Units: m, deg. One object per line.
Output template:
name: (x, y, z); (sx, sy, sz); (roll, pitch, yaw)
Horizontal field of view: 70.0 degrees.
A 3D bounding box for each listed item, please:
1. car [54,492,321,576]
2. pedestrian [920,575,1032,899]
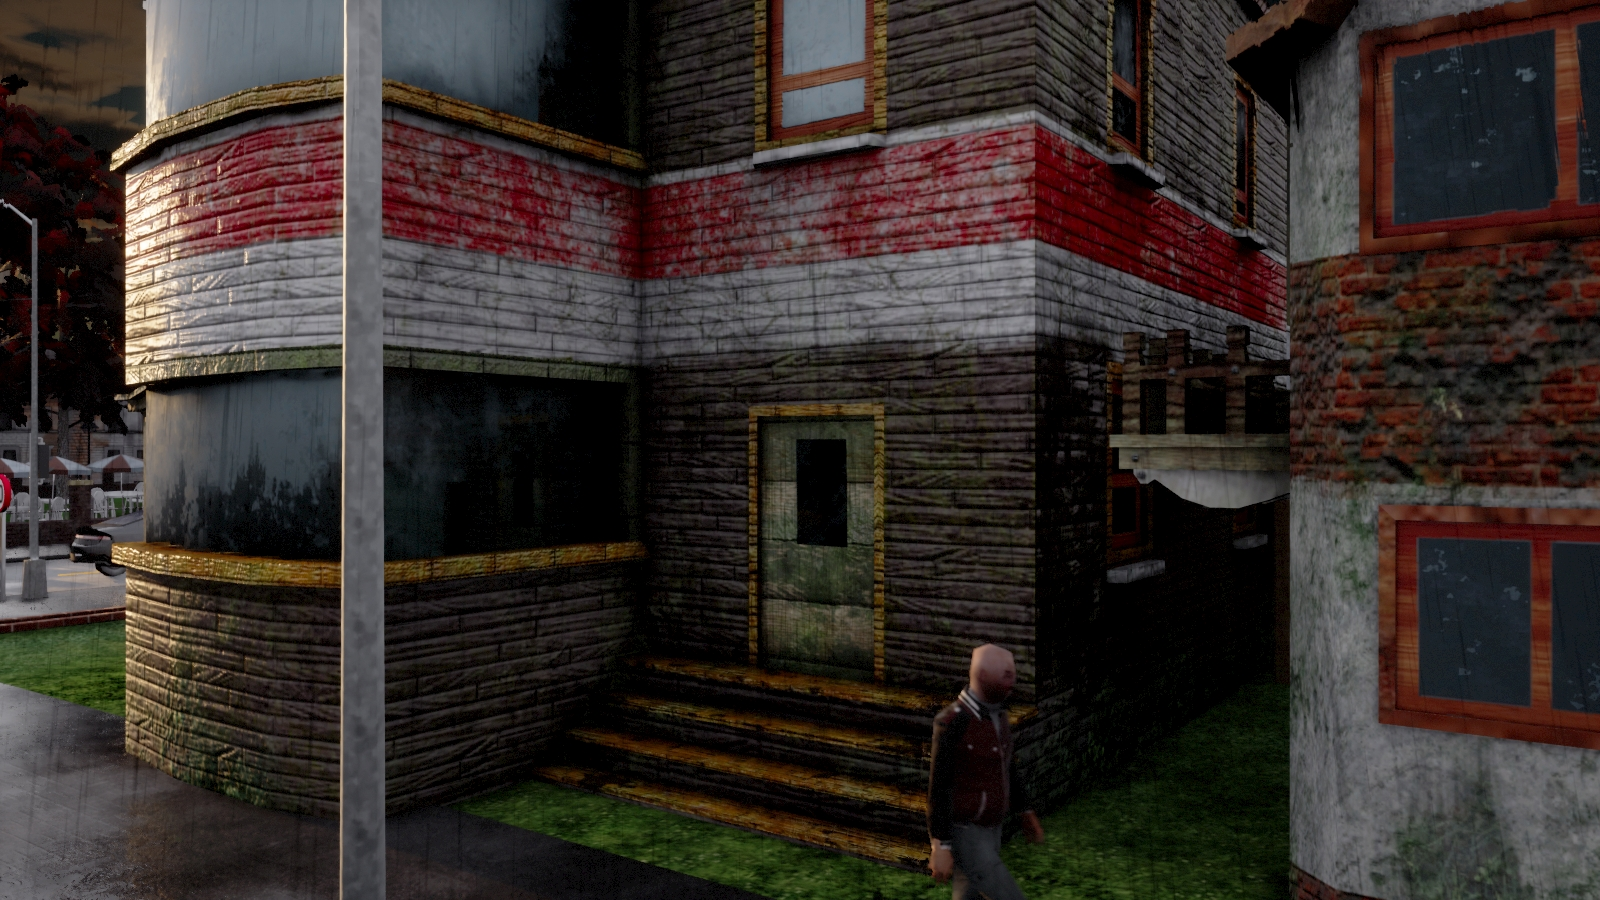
car: (-13.748, 1.817, 25.958); (2.128, 1.511, 4.902); (0, 0, 34)
pedestrian: (0.795, 1.523, 5.148); (0.375, 1.860, 0.375); (0, 0, 35)
